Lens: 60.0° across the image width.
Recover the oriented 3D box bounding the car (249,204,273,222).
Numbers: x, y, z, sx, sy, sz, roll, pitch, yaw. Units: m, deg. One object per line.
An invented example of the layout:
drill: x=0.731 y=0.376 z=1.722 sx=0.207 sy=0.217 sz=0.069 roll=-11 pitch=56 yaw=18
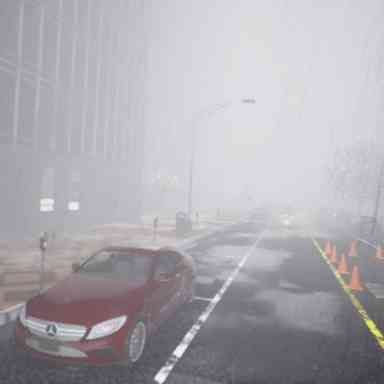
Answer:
car: x=6.720 y=2.224 z=33.249 sx=2.008 sy=1.369 sz=4.403 roll=3 pitch=-1 yaw=16

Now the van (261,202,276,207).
van: x=9.851 y=2.271 z=44.197 sx=1.690 sy=1.788 sz=3.998 roll=3 pitch=-1 yaw=16

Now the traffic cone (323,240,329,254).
traffic cone: x=5.972 y=2.400 z=14.592 sx=0.340 sy=0.580 sz=0.340 roll=3 pitch=-1 yaw=16

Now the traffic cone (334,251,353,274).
traffic cone: x=4.877 y=2.306 z=10.746 sx=0.340 sy=0.580 sz=0.340 roll=3 pitch=-1 yaw=16

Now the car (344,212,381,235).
car: x=13.208 y=2.491 z=25.469 sx=1.802 sy=1.307 sz=4.206 roll=3 pitch=-1 yaw=16

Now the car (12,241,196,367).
car: x=-1.079 y=1.592 z=5.882 sx=1.802 sy=1.307 sz=4.206 roll=3 pitch=-1 yaw=16

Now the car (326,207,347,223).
car: x=16.329 y=2.721 z=36.416 sx=2.008 sy=1.369 sz=4.403 roll=3 pitch=-1 yaw=16

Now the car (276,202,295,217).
car: x=13.485 y=2.484 z=47.148 sx=2.097 sy=1.767 sz=4.553 roll=3 pitch=-1 yaw=16

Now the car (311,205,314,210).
car: x=22.574 y=3.111 z=58.309 sx=1.967 sy=1.590 sz=4.097 roll=3 pitch=0 yaw=16

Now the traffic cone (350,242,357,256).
traffic cone: x=6.933 y=2.443 z=14.317 sx=0.340 sy=0.580 sz=0.340 roll=3 pitch=-1 yaw=16

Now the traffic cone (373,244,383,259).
traffic cone: x=7.893 y=2.487 z=14.042 sx=0.340 sy=0.580 sz=0.340 roll=3 pitch=-1 yaw=16

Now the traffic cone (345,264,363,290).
traffic cone: x=4.329 y=2.259 z=8.823 sx=0.340 sy=0.580 sz=0.340 roll=3 pitch=-1 yaw=16

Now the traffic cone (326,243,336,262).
traffic cone: x=5.425 y=2.353 z=12.669 sx=0.340 sy=0.580 sz=0.340 roll=3 pitch=-1 yaw=16

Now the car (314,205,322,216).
car: x=21.015 y=2.987 z=52.836 sx=1.967 sy=1.590 sz=4.097 roll=3 pitch=-1 yaw=16

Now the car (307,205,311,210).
car: x=28.810 y=3.705 z=80.201 sx=1.887 sy=1.381 sz=4.507 roll=3 pitch=0 yaw=16

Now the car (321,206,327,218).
car: x=17.889 y=2.848 z=41.889 sx=2.008 sy=1.369 sz=4.403 roll=3 pitch=-1 yaw=16
